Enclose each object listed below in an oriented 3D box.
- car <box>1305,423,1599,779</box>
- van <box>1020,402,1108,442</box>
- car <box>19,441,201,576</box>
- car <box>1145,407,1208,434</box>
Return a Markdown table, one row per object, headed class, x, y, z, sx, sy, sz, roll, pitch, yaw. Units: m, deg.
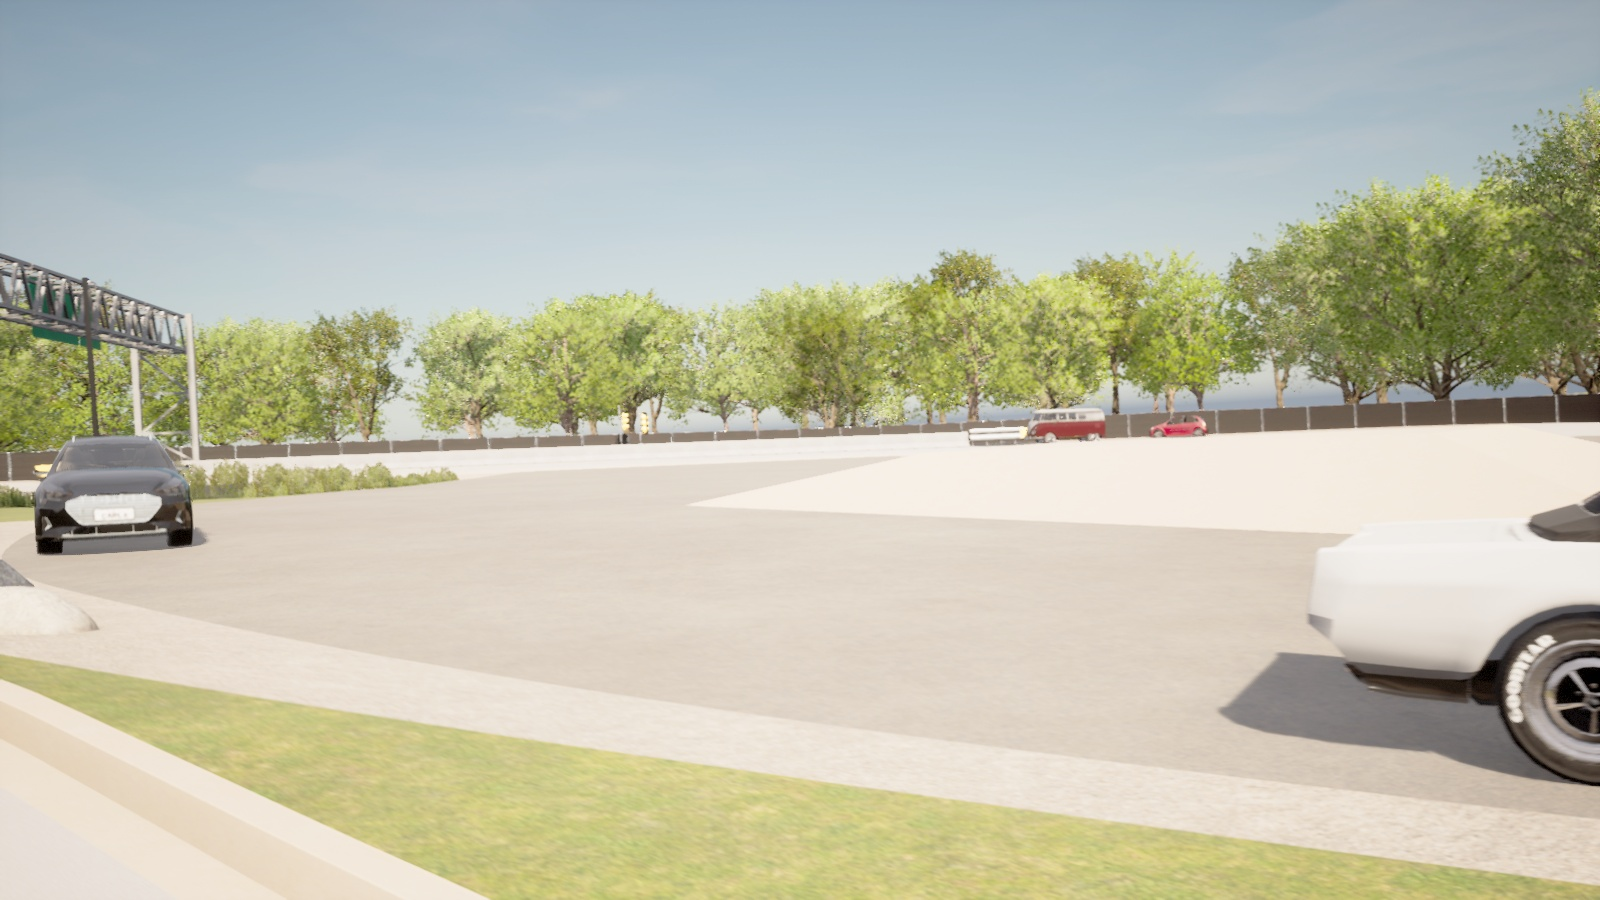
| class | x | y | z | sx | sy | sz | roll | pitch | yaw |
| --- | --- | --- | --- | --- | --- | --- | --- | --- | --- |
| car | 4.570 | 0.510 | 4.727 | 4.718 | 1.301 | 1.895 | -1 | 0 | 29 |
| van | 14.897 | -1.557 | 70.892 | 4.442 | 1.987 | 1.775 | -3 | 1 | -10 |
| car | -10.261 | 0.764 | 18.761 | 2.033 | 1.649 | 4.856 | -3 | 1 | -29 |
| car | 26.407 | -2.087 | 88.091 | 3.988 | 1.617 | 1.851 | -4 | 1 | 22 |
